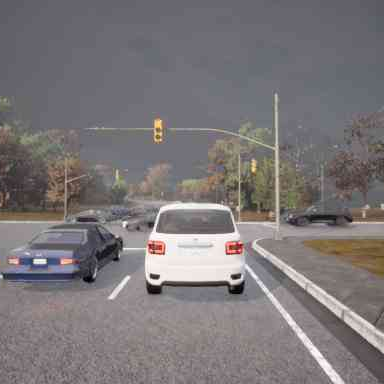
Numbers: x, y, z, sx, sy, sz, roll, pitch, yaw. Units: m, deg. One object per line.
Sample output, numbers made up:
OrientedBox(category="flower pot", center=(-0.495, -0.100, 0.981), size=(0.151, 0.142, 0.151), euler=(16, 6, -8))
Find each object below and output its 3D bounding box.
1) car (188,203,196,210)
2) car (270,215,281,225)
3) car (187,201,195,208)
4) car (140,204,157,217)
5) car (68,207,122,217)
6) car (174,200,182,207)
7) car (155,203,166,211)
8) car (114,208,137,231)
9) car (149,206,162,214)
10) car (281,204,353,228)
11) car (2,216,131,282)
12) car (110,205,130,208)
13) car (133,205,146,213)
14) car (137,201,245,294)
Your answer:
OrientedBox(category="car", center=(-0.060, 3.318, 77.591), size=(1.837, 1.490, 4.892), euler=(0, 0, 0))
OrientedBox(category="car", center=(9.846, 2.550, 32.527), size=(4.181, 1.385, 1.994), euler=(0, -3, -2))
OrientedBox(category="car", center=(-0.185, 3.271, 87.743), size=(1.837, 1.490, 4.892), euler=(0, 0, -3))
OrientedBox(category="car", center=(-7.133, 2.997, 55.266), size=(2.150, 2.045, 5.566), euler=(0, -1, 0))
OrientedBox(category="car", center=(-9.965, 2.507, 33.161), size=(4.902, 1.511, 2.128), euler=(0, -3, 5))
OrientedBox(category="car", center=(-3.661, 3.077, 87.387), size=(1.882, 1.535, 5.008), euler=(0, 0, -3))
OrientedBox(category="car", center=(-7.058, 3.367, 75.885), size=(2.033, 1.411, 5.357), euler=(0, 0, 0))
OrientedBox(category="car", center=(-2.855, 2.125, 24.541), size=(4.902, 1.511, 2.128), euler=(2, -4, -42))
OrientedBox(category="car", center=(-7.090, 3.469, 65.187), size=(1.895, 1.301, 4.718), euler=(0, 0, 0))
OrientedBox(category="car", center=(11.121, 2.056, 29.099), size=(5.566, 2.045, 2.150), euler=(0, -3, -1))
OrientedBox(category="car", center=(-3.425, 1.662, 9.977), size=(2.033, 1.411, 5.357), euler=(0, -1, 0))
OrientedBox(category="car", center=(-10.644, 2.800, 47.095), size=(2.150, 2.045, 5.566), euler=(0, -2, -2))
OrientedBox(category="car", center=(-10.562, 3.468, 67.671), size=(1.895, 1.301, 4.718), euler=(0, 0, 0))
OrientedBox(category="car", center=(0.076, 1.318, 9.125), size=(2.150, 2.045, 5.566), euler=(0, -1, 0))
